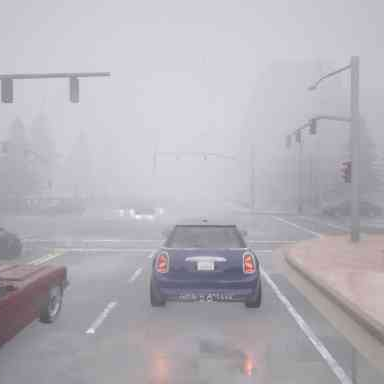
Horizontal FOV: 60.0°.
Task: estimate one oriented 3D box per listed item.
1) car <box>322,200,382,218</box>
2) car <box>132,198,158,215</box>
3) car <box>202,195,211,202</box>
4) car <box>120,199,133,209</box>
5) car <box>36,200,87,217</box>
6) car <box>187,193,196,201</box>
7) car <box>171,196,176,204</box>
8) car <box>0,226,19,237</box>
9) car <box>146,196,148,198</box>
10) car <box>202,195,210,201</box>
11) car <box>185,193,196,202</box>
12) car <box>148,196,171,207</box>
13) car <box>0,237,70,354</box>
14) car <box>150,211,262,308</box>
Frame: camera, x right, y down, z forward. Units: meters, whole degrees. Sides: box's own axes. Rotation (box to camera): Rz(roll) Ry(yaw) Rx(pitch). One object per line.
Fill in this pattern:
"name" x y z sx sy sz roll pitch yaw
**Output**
"car" 14.128 1.505 29.533 4.892 1.490 1.837 0 0 4
"car" -4.754 1.564 33.706 1.994 1.385 4.181 0 0 -9
"car" 3.107 1.549 73.642 1.994 1.385 4.181 0 0 2
"car" -8.560 1.601 45.851 1.895 1.301 4.718 0 0 2
"car" -12.427 1.525 31.835 1.812 1.442 4.674 1 1 43
"car" -0.058 1.223 82.510 2.150 2.045 5.566 0 0 2
"car" -4.225 1.477 65.939 1.882 1.535 5.008 0 0 3
"car" -6.834 1.564 9.619 1.994 1.385 4.181 0 0 2
"car" -7.877 1.491 62.683 2.128 1.511 4.902 0 0 3
"car" 3.439 1.475 82.346 1.882 1.535 5.008 0 0 2
"car" -0.429 1.520 72.779 1.812 1.442 4.674 0 0 2
"car" -4.886 1.491 50.287 2.128 1.511 4.902 0 0 2
"car" -3.305 1.601 4.241 1.895 1.301 4.718 0 0 2
"car" 0.309 1.352 8.114 2.097 1.767 4.553 0 0 2
